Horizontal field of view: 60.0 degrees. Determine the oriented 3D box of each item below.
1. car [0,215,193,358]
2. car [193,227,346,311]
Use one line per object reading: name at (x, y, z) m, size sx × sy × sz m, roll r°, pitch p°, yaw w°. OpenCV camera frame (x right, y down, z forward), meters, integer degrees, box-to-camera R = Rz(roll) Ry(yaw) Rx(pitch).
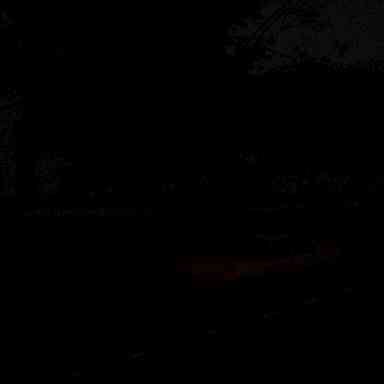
car at (-2.699, 1.316, 4.630) m, size 5.009 × 1.841 × 2.192 m, roll 0°, pitch 0°, yaw -36°
car at (1.671, 1.533, 7.749) m, size 4.829 × 1.417 × 1.752 m, roll 0°, pitch 0°, yaw -36°
